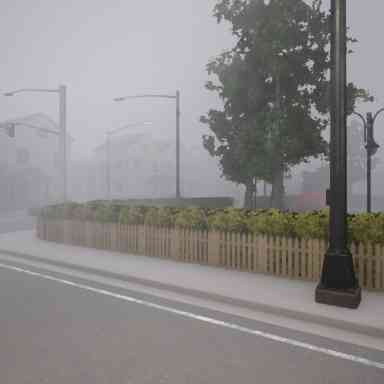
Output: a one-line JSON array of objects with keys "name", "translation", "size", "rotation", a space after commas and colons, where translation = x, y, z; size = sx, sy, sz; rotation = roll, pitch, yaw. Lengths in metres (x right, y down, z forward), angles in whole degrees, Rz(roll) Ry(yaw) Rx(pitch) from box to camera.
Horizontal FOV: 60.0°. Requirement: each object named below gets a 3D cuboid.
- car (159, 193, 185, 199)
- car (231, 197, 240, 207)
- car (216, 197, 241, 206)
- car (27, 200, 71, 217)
[{"name": "car", "translation": [-2.983, 1.220, 44.323], "size": [2.150, 2.045, 5.566], "rotation": [0, 0, 35]}, {"name": "car", "translation": [4.863, 1.564, 49.139], "size": [1.994, 1.385, 4.181], "rotation": [0, 0, 35]}, {"name": "car", "translation": [6.405, 1.547, 57.670], "size": [2.033, 1.411, 5.357], "rotation": [0, 0, 35]}, {"name": "car", "translation": [-12.533, 1.477, 30.590], "size": [1.882, 1.535, 5.008], "rotation": [0, 0, 35]}]
